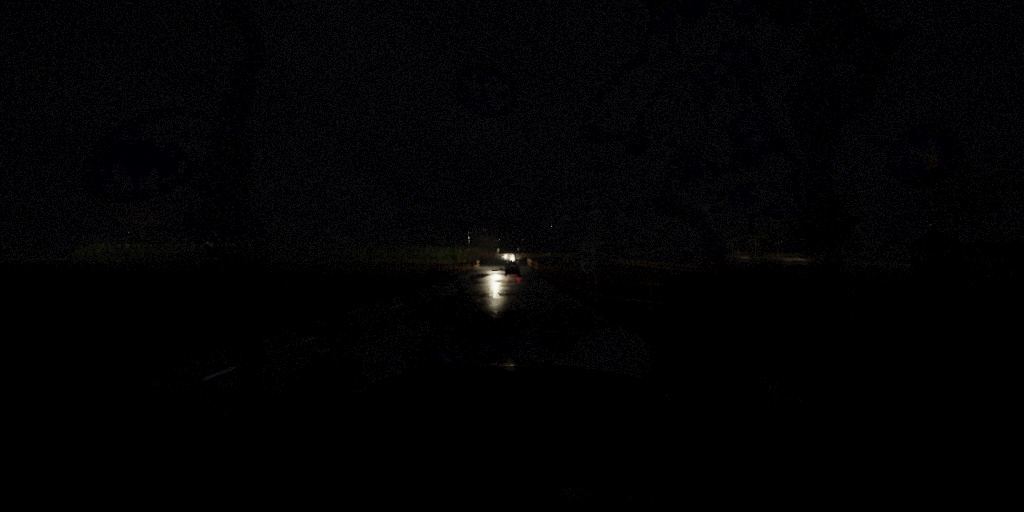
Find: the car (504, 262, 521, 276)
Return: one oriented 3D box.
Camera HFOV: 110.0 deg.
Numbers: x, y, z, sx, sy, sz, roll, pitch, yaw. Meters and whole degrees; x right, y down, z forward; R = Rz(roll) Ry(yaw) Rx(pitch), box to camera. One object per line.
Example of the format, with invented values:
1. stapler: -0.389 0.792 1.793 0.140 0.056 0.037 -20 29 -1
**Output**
1. car: 0.057 1.696 45.102 1.882 1.535 5.008 -1 0 0
